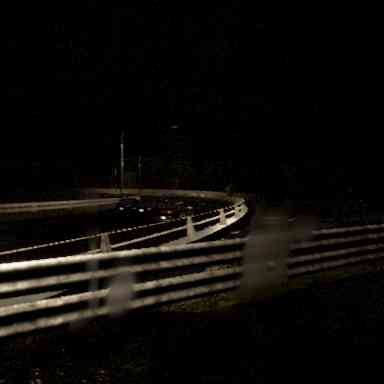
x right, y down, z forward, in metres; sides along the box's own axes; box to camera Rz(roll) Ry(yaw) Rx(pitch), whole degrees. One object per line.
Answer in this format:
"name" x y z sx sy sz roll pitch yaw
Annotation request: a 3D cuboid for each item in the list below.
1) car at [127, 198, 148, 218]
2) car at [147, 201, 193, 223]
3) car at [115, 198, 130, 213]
"car" -3.669 1.444 28.953 1.994 1.385 4.181 0 0 12
"car" -1.240 1.410 23.923 1.837 1.490 4.892 0 0 15
"car" -6.262 1.381 33.738 1.812 1.442 4.674 0 0 10
